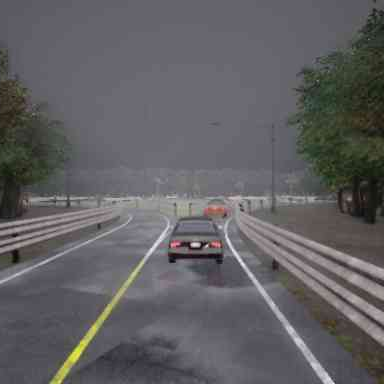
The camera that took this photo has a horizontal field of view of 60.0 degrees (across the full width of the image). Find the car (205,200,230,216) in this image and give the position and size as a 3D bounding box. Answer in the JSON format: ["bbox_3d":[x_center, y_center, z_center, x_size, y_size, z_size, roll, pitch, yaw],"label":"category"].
[{"bbox_3d":[2.555,1.562,32.815,2.097,1.767,4.553,0,0,12],"label":"car"}]

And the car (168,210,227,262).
[{"bbox_3d":[0.162,1.630,12.368,2.033,1.411,5.357,0,0,1],"label":"car"}]
